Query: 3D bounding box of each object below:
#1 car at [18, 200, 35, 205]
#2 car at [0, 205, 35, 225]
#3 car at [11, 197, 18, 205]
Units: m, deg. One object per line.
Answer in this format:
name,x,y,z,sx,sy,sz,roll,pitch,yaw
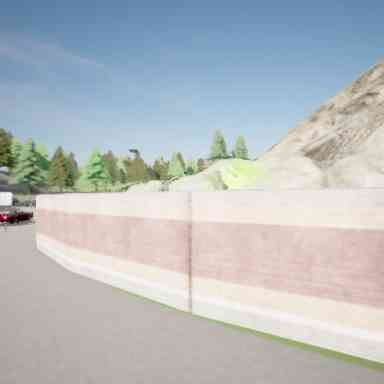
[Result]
car,-30.449,2.237,64.186,1.994,1.385,4.181,-1,0,29
car,-15.677,2.087,29.027,1.895,1.301,4.718,0,0,-2
car,-33.269,2.279,66.294,1.994,1.385,4.181,-1,0,29
